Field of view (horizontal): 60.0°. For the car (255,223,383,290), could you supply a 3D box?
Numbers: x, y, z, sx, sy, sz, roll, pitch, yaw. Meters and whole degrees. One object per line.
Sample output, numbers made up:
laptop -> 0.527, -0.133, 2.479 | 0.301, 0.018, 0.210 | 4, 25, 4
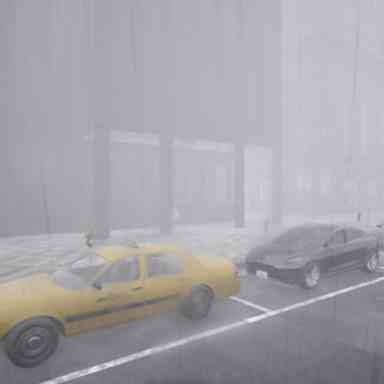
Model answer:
car -> 3.422, 1.567, 9.092 | 4.313, 1.339, 1.947 | 0, 0, -36

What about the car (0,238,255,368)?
car -> -1.305, 1.526, 5.719 | 4.829, 1.417, 1.752 | 0, 0, -36
